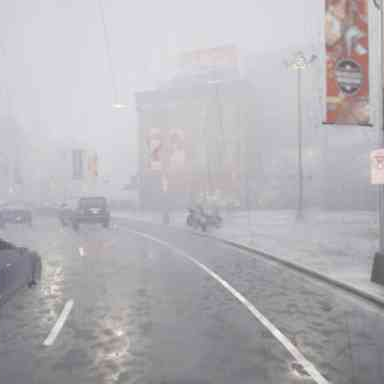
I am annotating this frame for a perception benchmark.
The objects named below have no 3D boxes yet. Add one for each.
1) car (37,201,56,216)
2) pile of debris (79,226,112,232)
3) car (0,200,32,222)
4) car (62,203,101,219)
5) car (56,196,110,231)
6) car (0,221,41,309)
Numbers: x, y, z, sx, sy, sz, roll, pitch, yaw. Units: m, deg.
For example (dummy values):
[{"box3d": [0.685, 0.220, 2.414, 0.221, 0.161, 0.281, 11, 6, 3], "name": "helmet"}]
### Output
[{"box3d": [-14.755, 1.695, 35.417, 4.674, 1.452, 2.002, -1, 0, 40], "name": "car"}, {"box3d": [-5.929, 2.250, 20.267, 1.500, 0.140, 1.860, -1, 0, -31], "name": "pile of debris"}, {"box3d": [-13.062, 1.628, 24.127, 1.882, 1.535, 5.008, 0, 0, -38], "name": "car"}, {"box3d": [-10.535, 1.724, 31.539, 1.895, 1.301, 4.718, -1, 0, -40], "name": "car"}, {"box3d": [-7.106, 1.306, 21.881, 2.150, 2.045, 5.566, 0, 0, -32], "name": "car"}, {"box3d": [-4.397, 1.575, 6.472, 1.812, 1.442, 4.674, 0, 0, -11], "name": "car"}]
